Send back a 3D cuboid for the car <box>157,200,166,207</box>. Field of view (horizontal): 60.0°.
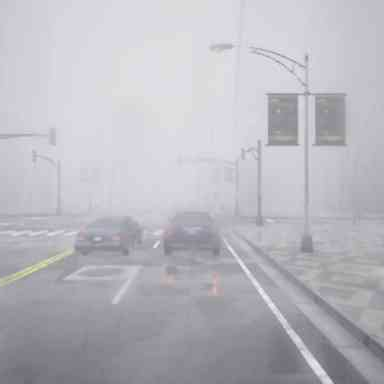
[{"bbox_3d":[-6.491,2.451,71.353,2.033,1.411,5.357,0,-1,0],"label":"car"}]

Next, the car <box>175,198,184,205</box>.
[{"bbox_3d":[-3.241,2.403,84.202,2.097,1.767,4.553,0,-1,0],"label":"car"}]

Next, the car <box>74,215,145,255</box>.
[{"bbox_3d":[-3.248,1.689,13.995,2.033,1.411,5.357,0,-1,0],"label":"car"}]

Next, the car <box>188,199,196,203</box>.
[{"bbox_3d":[0.008,2.468,68.885,1.895,1.301,4.718,0,-1,0],"label":"car"}]

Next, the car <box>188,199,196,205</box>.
[{"bbox_3d":[0.010,2.589,84.227,2.033,1.411,5.357,0,-1,0],"label":"car"}]

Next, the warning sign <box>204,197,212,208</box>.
[{"bbox_3d":[2.866,1.806,58.644,1.300,1.860,1.060,1,0,0],"label":"warning sign"}]

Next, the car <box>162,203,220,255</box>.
[{"bbox_3d":[0.007,1.493,14.077,2.097,1.767,4.553,0,-1,0],"label":"car"}]

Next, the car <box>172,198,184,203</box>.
[{"bbox_3d":[-3.242,2.285,72.916,2.097,1.767,4.553,0,-1,0],"label":"car"}]
